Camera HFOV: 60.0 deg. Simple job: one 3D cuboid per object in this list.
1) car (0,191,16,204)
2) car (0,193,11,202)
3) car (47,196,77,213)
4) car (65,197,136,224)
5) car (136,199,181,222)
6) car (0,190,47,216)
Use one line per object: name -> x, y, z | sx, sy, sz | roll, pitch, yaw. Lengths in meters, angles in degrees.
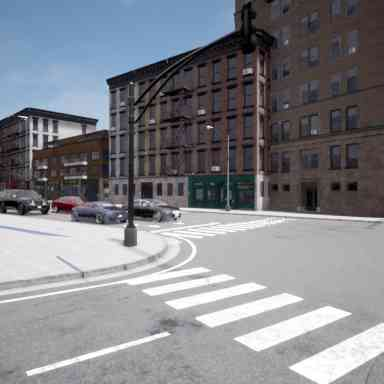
car -> -27.584, 0.786, 48.231 | 4.553, 1.767, 2.097 | 1, 0, 41
car -> -33.139, 0.897, 57.608 | 4.674, 1.442, 1.812 | 1, 0, 43
car -> -10.379, 1.125, 29.275 | 5.008, 1.535, 1.882 | 1, 0, 39
car -> -6.013, 1.281, 21.728 | 4.181, 1.385, 1.994 | 1, 0, 37
car -> -2.930, 1.239, 23.452 | 4.902, 1.511, 2.128 | 1, 0, 38
car -> -14.315, 0.829, 28.260 | 5.566, 2.045, 2.150 | 1, 0, 39
